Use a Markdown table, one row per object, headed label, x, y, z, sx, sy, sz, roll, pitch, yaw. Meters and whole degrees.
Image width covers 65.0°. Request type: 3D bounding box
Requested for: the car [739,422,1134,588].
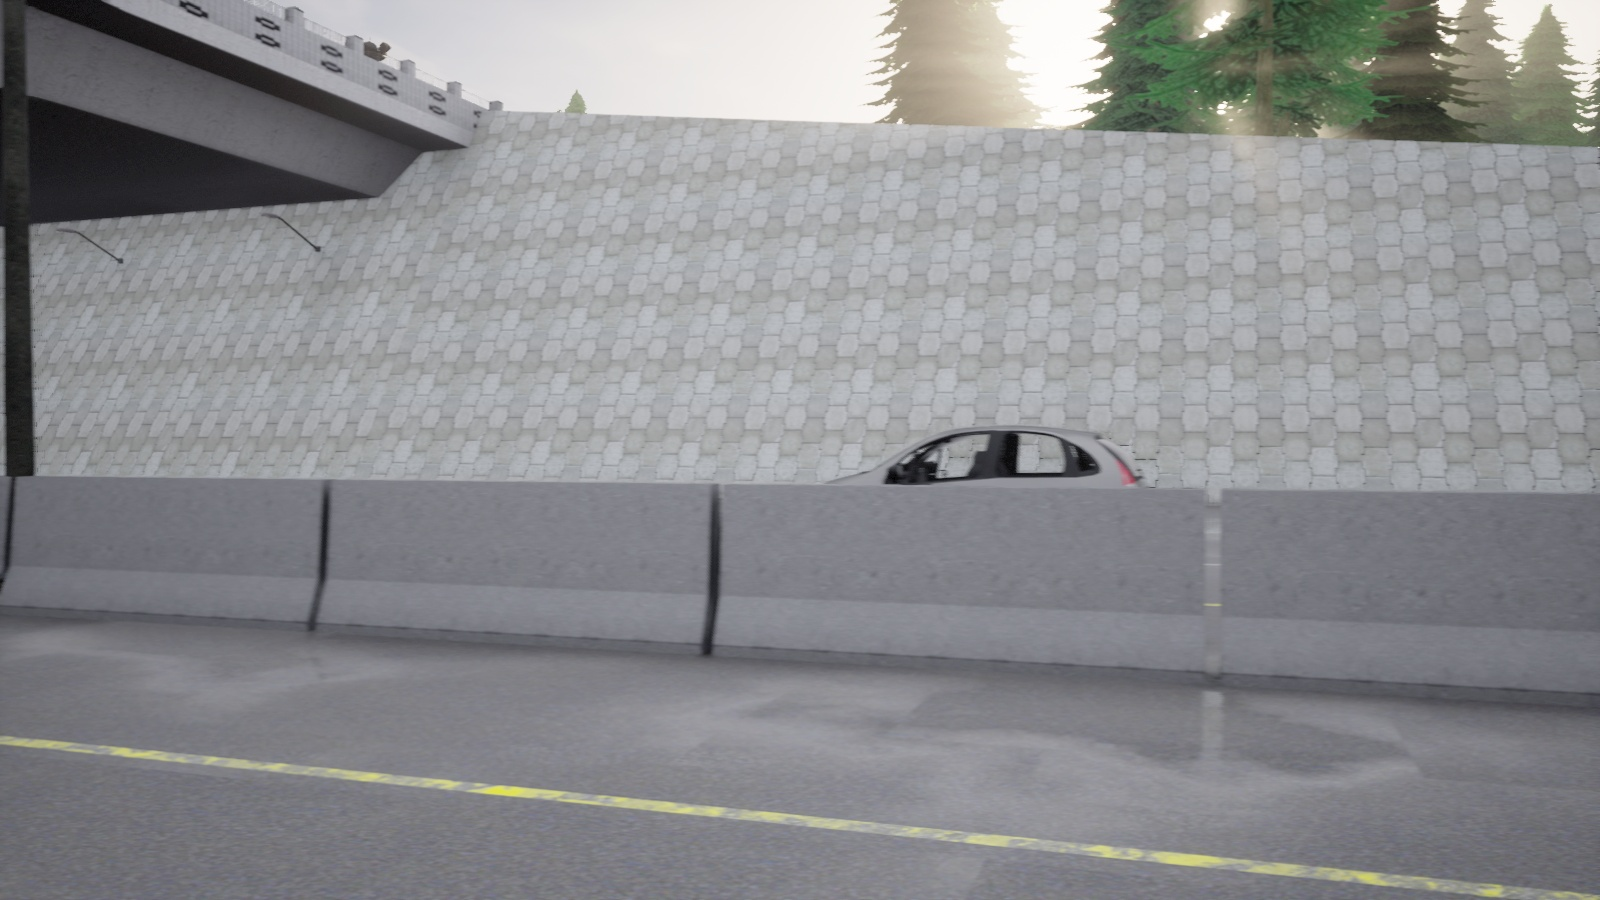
| label | x | y | z | sx | sy | sz | roll | pitch | yaw |
| --- | --- | --- | --- | --- | --- | --- | --- | --- | --- |
| car | 1.527 | 0.510 | 13.755 | 3.988 | 1.617 | 1.851 | 1 | 1 | 19 |
